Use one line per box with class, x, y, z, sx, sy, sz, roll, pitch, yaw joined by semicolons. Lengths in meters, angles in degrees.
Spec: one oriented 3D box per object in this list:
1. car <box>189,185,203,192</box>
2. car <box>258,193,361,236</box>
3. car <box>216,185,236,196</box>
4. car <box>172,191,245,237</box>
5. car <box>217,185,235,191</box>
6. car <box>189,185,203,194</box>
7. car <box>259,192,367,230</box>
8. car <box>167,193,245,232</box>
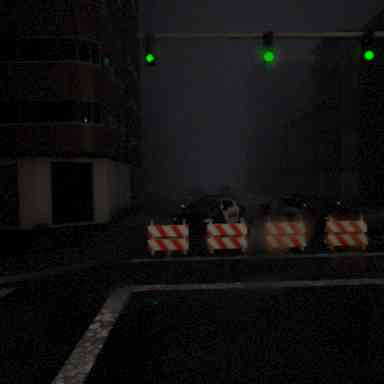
car;0.583;-0.238;49.347;2.038;1.542;4.974;-1;2;-1
car;4.949;0.846;14.312;2.038;1.542;4.974;-2;2;-21
car;4.146;-0.191;40.931;1.853;1.218;4.536;-1;2;-1
car;0.785;0.930;14.555;2.038;1.542;4.974;0;2;24
car;4.151;-0.032;40.884;2.038;1.542;4.974;-1;2;-1
car;0.578;-0.397;49.394;1.853;1.218;4.536;-1;2;-1
car;4.926;0.688;14.355;1.853;1.218;4.536;-2;2;-21
car;0.802;0.771;14.597;1.853;1.218;4.536;0;2;24
